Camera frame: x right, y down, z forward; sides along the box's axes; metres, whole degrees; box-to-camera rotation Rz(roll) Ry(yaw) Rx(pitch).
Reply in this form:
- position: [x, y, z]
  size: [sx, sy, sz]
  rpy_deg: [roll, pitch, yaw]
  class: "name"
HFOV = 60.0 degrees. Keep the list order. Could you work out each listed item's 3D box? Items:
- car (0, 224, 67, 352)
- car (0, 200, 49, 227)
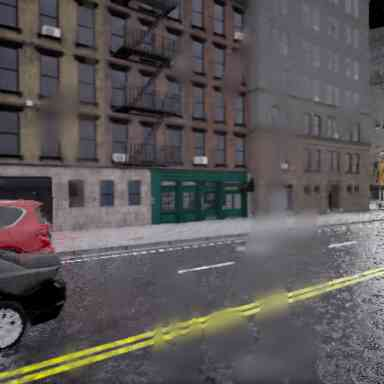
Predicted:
- position: [-4.382, 1.481, 4.552]
  size: [5.008, 1.535, 1.882]
  rpy_deg: [0, 0, -35]
  class: "car"
- position: [-6.033, 1.224, 7.366]
  size: [5.566, 2.045, 2.150]
  rpy_deg: [0, 0, -35]
  class: "car"
